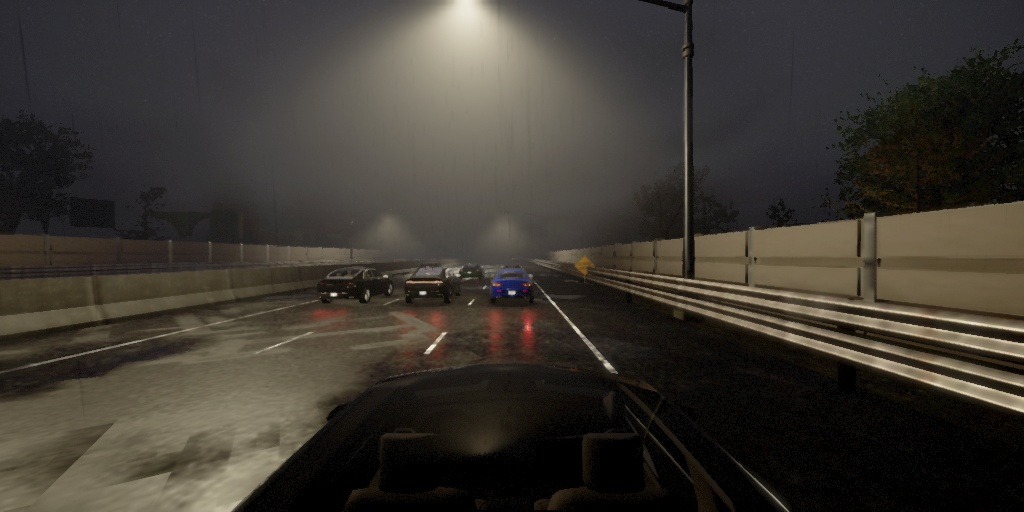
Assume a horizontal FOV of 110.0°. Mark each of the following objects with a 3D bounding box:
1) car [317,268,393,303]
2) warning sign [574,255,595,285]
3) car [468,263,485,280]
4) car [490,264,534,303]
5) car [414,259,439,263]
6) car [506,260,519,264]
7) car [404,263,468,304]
[{"bbox_3d":[-7.001,1.269,16.500,1.837,1.490,4.892,0,0,0],"label":"car"},{"bbox_3d":[4.550,0.868,22.401,1.300,1.860,1.060,0,0,0],"label":"warning sign"},{"bbox_3d":[-3.501,1.328,31.501,1.994,1.385,4.181,0,0,0],"label":"car"},{"bbox_3d":[-0.001,1.286,16.500,1.812,1.442,4.674,0,0,0],"label":"car"},{"bbox_3d":[-7.001,1.272,31.501,1.837,1.490,4.892,0,0,0],"label":"car"},{"bbox_3d":[-0.001,1.328,31.501,1.994,1.385,4.181,0,0,0],"label":"car"},{"bbox_3d":[-3.501,1.248,16.501,2.128,1.511,4.902,0,0,0],"label":"car"}]
